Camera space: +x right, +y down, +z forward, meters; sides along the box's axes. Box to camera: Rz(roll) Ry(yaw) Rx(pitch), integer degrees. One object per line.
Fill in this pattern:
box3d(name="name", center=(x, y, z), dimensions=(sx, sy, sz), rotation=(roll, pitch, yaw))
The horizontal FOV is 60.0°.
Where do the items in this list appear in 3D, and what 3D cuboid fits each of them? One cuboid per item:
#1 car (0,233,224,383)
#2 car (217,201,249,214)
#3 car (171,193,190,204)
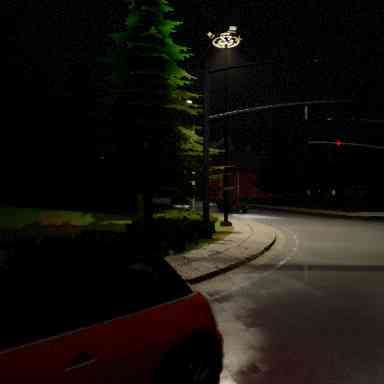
box3d(name="car", center=(-1.870, 1.352, 2.867), dimensions=(4.553, 1.767, 2.097), rotation=(0, 0, -41))
box3d(name="car", center=(4.327, 1.601, 35.670), dimensions=(1.895, 1.301, 4.718), rotation=(0, 0, -15))
box3d(name="car", center=(-2.097, 1.220, 58.002), dimensions=(2.150, 2.045, 5.566), rotation=(0, 0, -17))
